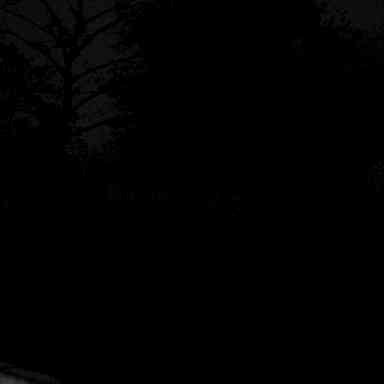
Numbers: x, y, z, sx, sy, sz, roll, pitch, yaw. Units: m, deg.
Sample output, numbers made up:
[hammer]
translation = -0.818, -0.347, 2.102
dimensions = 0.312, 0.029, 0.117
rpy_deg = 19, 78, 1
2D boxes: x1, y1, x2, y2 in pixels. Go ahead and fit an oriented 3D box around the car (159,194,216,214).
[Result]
[car]
translation = -0.579, 1.140, 29.313
dimensions = 5.008, 1.535, 1.882
rpy_deg = -1, 1, -40
